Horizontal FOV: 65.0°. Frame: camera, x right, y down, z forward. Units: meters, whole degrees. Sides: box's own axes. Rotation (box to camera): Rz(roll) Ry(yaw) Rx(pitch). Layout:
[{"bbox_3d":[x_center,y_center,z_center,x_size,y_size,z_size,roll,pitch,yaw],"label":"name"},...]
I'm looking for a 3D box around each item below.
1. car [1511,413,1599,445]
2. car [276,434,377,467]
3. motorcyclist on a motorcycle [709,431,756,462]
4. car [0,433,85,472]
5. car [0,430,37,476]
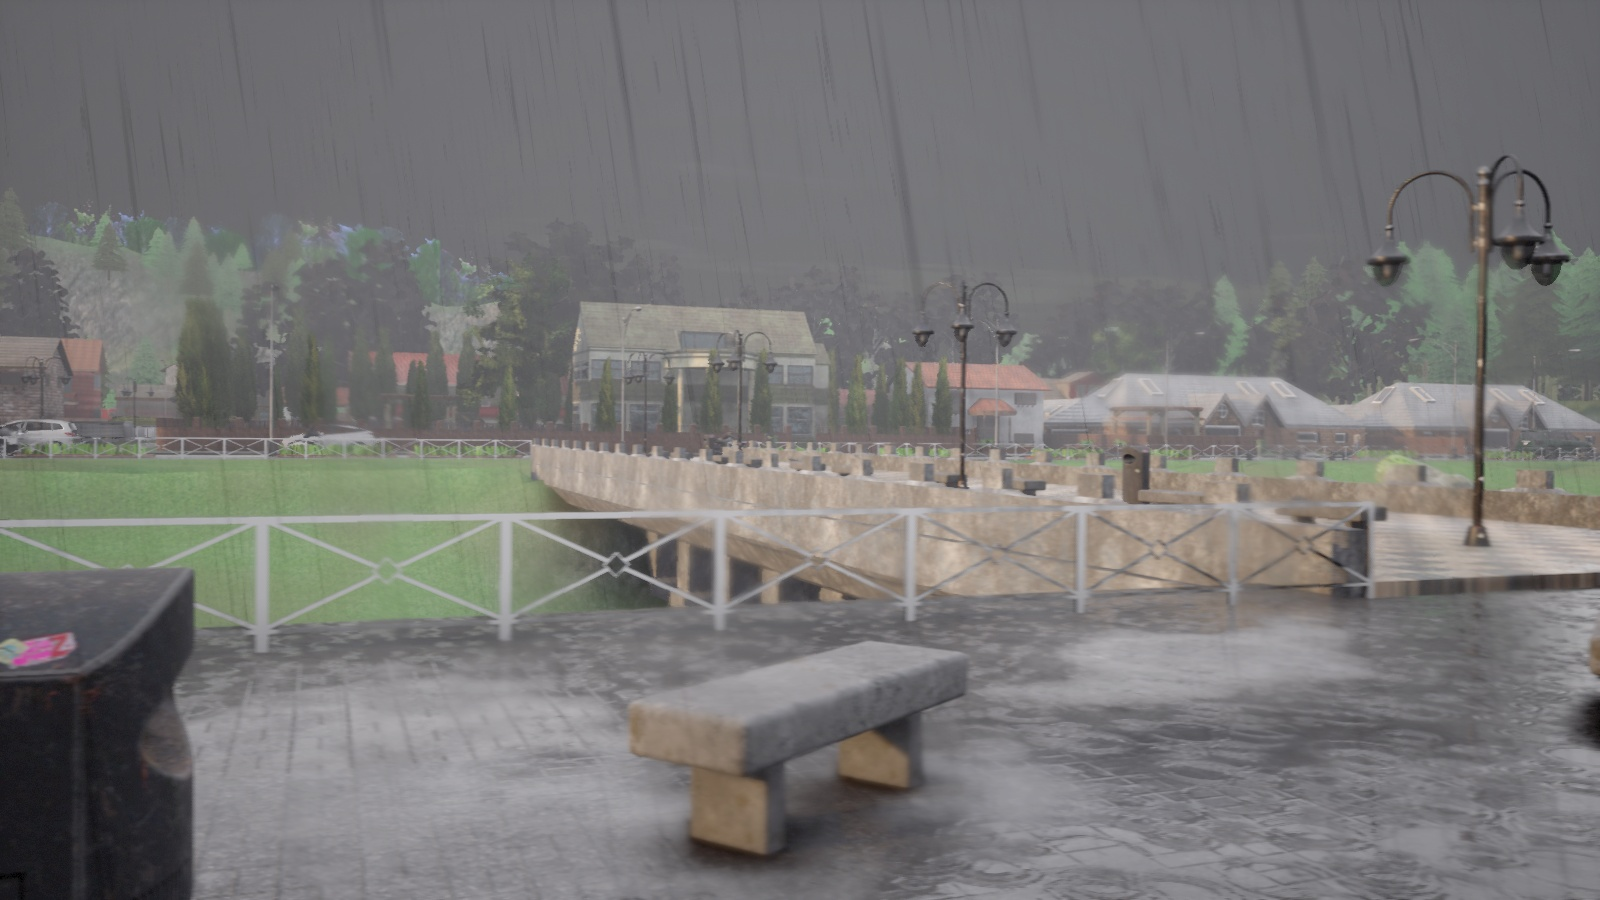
[{"bbox_3d":[51.055,-1.416,84.835,5.566,2.045,2.150,-1,1,-21],"label":"car"},{"bbox_3d":[-22.968,0.000,61.032,4.514,1.525,2.007,-1,1,-21],"label":"car"},{"bbox_3d":[-3.440,-0.174,64.163,2.191,1.530,0.866,-1,1,-21],"label":"motorcyclist on a motorcycle"},{"bbox_3d":[-34.990,0.102,56.469,4.611,1.667,2.242,-1,1,-21],"label":"car"},{"bbox_3d":[-34.661,0.138,52.315,4.605,1.855,1.932,-1,1,-21],"label":"car"}]
